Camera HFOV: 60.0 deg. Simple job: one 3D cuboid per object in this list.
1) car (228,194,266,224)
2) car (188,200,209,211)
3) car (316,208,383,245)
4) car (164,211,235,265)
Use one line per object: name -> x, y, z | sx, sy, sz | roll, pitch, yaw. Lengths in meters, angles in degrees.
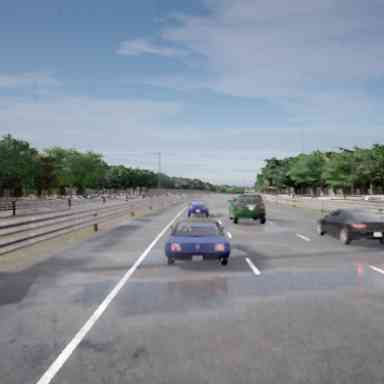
car -> 3.896, 1.140, 24.056 | 2.150, 2.045, 5.566 | 0, 0, 2
car -> 0.570, 1.421, 30.365 | 1.812, 1.442, 4.674 | 0, 0, 2
car -> 7.238, 1.475, 15.193 | 1.812, 1.442, 4.674 | 0, 0, 1
car -> 0.180, 1.560, 11.484 | 1.895, 1.301, 4.718 | 0, 0, 1
